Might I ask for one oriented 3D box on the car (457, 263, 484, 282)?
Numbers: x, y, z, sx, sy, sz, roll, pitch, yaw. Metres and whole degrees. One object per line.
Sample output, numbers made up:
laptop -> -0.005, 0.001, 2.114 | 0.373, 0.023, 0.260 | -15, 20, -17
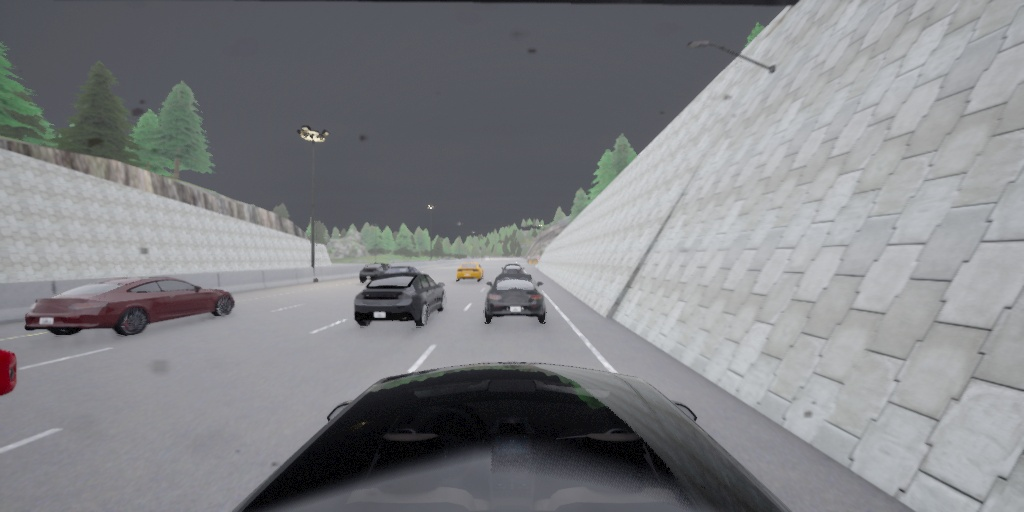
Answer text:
car -> -3.411, 1.289, 29.958 | 1.882, 1.535, 5.008 | 0, 0, 0

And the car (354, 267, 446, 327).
car -> -3.403, 1.276, 11.642 | 1.837, 1.490, 4.892 | 0, 0, 0

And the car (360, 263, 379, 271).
car -> -10.410, 1.312, 28.424 | 1.837, 1.490, 4.892 | 0, 0, 0

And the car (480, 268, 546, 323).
car -> 0.095, 1.298, 12.136 | 1.812, 1.442, 4.674 | 0, 0, 0

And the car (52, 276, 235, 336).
car -> -10.417, 1.294, 10.322 | 1.812, 1.442, 4.674 | 0, 0, 0

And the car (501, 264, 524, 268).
car -> 0.076, 1.336, 29.450 | 1.812, 1.442, 4.674 | 0, 0, 0

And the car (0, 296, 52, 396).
car -> -6.901, 0.972, 1.729 | 2.150, 2.045, 5.566 | 0, 0, 0

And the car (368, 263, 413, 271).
car -> -6.908, 1.343, 22.819 | 2.033, 1.411, 5.357 | 0, 0, 0
